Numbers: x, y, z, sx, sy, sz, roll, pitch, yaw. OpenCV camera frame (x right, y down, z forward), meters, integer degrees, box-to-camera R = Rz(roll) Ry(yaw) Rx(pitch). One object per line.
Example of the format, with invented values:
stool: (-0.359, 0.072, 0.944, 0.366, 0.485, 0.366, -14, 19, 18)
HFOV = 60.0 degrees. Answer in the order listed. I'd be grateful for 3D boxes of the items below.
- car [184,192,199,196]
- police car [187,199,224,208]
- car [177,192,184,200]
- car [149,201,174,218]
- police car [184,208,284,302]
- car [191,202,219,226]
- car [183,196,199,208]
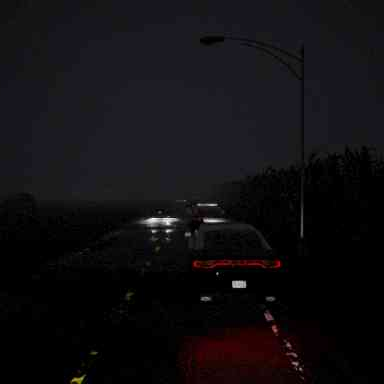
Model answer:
car: (0.079, 1.133, 60.043, 2.150, 2.045, 5.566, 0, 0, 0)
police car: (0.849, 1.415, 18.444, 1.930, 1.638, 5.238, 0, 0, 0)
car: (-2.635, 1.030, 86.576, 2.150, 2.045, 5.566, 0, 0, 0)
car: (-2.710, 1.539, 30.091, 1.994, 1.385, 4.181, 0, 0, 0)
police car: (0.835, 1.423, 8.445, 1.930, 1.638, 5.238, 0, 0, 0)
car: (0.856, 1.509, 24.334, 1.812, 1.442, 4.674, 0, 0, 0)
car: (0.106, 1.549, 46.078, 1.895, 1.301, 4.718, 0, 0, 1)
